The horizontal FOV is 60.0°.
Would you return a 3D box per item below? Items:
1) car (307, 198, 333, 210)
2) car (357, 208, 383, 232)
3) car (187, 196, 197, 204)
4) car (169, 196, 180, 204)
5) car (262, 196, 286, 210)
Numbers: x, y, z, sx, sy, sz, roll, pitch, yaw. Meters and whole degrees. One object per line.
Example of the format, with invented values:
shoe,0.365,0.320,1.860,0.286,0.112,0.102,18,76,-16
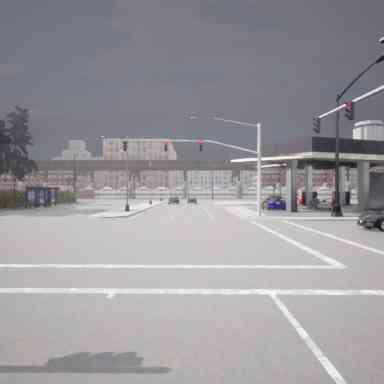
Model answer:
car,15.469,1.456,40.452,1.970,1.475,3.806,0,0,0
car,12.297,1.505,19.528,4.892,1.490,1.837,0,0,-1
car,0.022,1.547,64.370,2.033,1.411,5.357,0,0,0
car,-3.377,1.491,63.776,2.128,1.511,4.902,0,0,0
car,9.724,1.295,39.691,2.242,1.667,4.611,0,0,0
